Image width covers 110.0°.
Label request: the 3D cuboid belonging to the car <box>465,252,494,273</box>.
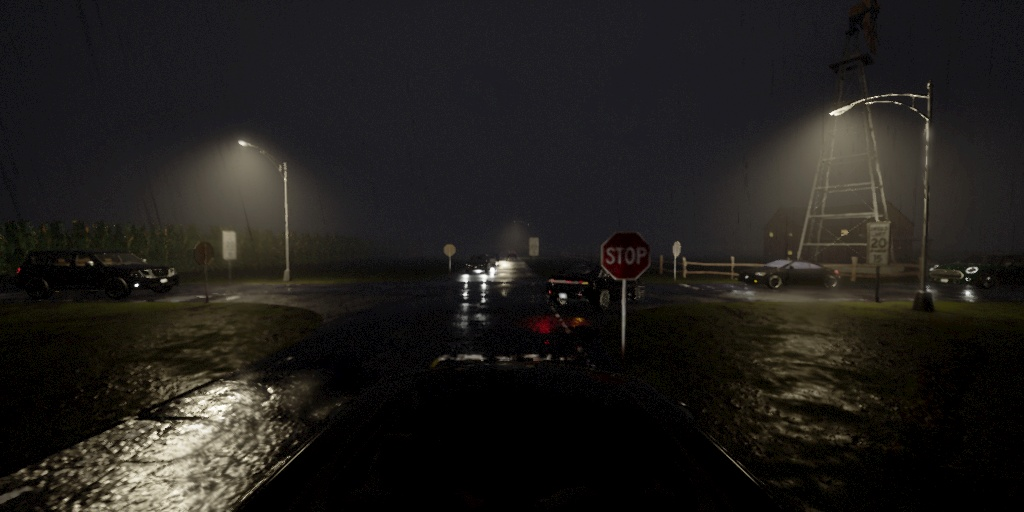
[{"bbox_3d":[-2.890,0.616,31.396,1.837,1.490,4.892,0,1,2],"label":"car"}]

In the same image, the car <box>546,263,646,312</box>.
[{"bbox_3d":[3.207,1.009,13.102,2.128,1.511,4.902,0,1,41],"label":"car"}]

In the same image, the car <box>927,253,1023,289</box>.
[{"bbox_3d":[23.955,0.649,17.918,4.553,1.767,2.097,0,2,2],"label":"car"}]

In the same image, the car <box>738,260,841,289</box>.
[{"bbox_3d":[13.975,0.889,18.225,4.181,1.385,1.994,0,2,3],"label":"car"}]

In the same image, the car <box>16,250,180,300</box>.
[{"bbox_3d":[-18.105,0.749,15.809,5.566,2.045,2.150,0,2,0],"label":"car"}]

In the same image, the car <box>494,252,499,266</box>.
[{"bbox_3d":[-2.839,0.497,41.176,1.895,1.301,4.718,0,1,0],"label":"car"}]
